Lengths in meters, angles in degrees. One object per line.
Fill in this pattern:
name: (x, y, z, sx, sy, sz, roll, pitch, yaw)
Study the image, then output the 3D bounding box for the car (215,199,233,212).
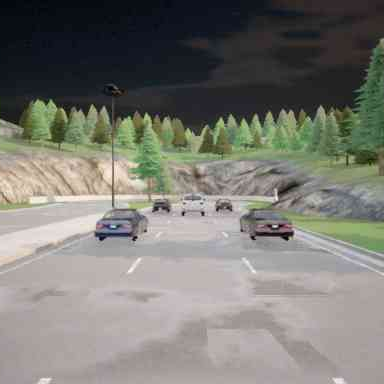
car: (3.763, 1.526, 39.529, 1.812, 1.442, 4.674, 0, 0, 2)

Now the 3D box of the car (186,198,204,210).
car: (0.453, 1.564, 42.869, 1.994, 1.385, 4.181, 0, 0, 4)

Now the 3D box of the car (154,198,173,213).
car: (-3.304, 1.505, 37.635, 1.837, 1.490, 4.892, 0, 0, 2)

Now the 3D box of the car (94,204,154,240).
car: (-3.399, 1.547, 16.838, 2.033, 1.411, 5.357, 0, 0, 0)

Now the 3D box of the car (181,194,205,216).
car: (0.112, 1.221, 33.221, 2.150, 2.045, 5.566, 0, 0, 1)

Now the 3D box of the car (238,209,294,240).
car: (3.599, 1.547, 16.915, 2.033, 1.411, 5.357, 0, 0, 0)
